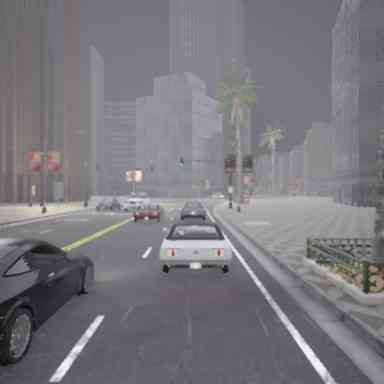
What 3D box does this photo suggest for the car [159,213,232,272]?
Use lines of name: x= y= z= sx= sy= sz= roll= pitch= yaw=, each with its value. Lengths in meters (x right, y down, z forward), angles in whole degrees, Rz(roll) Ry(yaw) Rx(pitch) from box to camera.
car: x=0.097 y=1.571 z=10.640 sx=1.895 sy=1.301 sz=4.718 roll=0 pitch=0 yaw=0

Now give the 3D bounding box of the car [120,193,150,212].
car: x=-6.251 y=1.109 z=38.391 sx=2.150 sy=2.045 sz=5.566 roll=0 pitch=0 yaw=3

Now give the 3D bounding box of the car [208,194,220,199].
car: x=6.281 y=1.261 z=93.287 sx=1.837 sy=1.490 sz=4.892 roll=0 pitch=0 yaw=22

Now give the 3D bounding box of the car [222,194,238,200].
car: x=9.927 y=1.405 z=84.801 sx=2.033 sy=1.411 sz=5.357 roll=0 pitch=0 yaw=20

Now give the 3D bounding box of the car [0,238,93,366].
car: x=-3.139 y=1.509 z=5.645 sx=1.812 sy=1.442 sz=4.674 roll=0 pitch=0 yaw=0

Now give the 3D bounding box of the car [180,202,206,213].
car: x=0.099 y=1.491 z=26.565 sx=1.994 sy=1.385 sz=4.181 roll=0 pitch=0 yaw=0

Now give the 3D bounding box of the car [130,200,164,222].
car: x=-3.155 y=1.532 z=25.227 sx=1.895 sy=1.301 sz=4.718 roll=0 pitch=0 yaw=0

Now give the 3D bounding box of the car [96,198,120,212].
car: x=-9.513 y=1.429 z=38.218 sx=1.812 sy=1.442 sz=4.674 roll=0 pitch=0 yaw=3

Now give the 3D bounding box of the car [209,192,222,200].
car: x=6.735 y=1.080 z=85.533 sx=2.150 sy=2.045 sz=5.566 roll=0 pitch=0 yaw=20
